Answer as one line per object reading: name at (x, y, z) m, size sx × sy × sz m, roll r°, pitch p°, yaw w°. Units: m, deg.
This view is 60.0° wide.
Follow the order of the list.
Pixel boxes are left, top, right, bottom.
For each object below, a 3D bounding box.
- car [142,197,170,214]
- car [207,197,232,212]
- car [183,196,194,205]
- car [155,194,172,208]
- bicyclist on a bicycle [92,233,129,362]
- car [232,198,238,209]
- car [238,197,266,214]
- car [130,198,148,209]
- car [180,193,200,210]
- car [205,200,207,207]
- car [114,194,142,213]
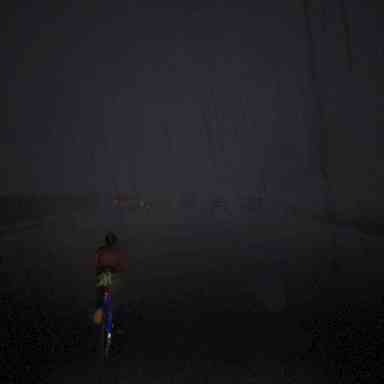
car at (-3.820, 1.548, 36.120) m, size 2.033 × 1.411 × 5.357 m, roll 0°, pitch 0°, yaw 0°
car at (3.128, 1.505, 38.650) m, size 1.837 × 1.490 × 4.892 m, roll 0°, pitch 0°, yaw 0°
car at (-0.576, 1.478, 58.162) m, size 1.882 × 1.535 × 5.008 m, roll 0°, pitch 0°, yaw -1°
car at (-4.017, 1.222, 46.365) m, size 2.150 × 2.045 × 5.566 m, roll 0°, pitch 0°, yaw 0°
bicyclist on a bicycle at (-1.216, 1.449, 4.943) m, size 0.582 × 1.620 × 1.656 m, roll 0°, pitch -2°, yaw -7°
car at (6.492, 1.548, 45.495) m, size 2.033 × 1.411 × 5.357 m, roll 0°, pitch 0°, yaw 0°
car at (6.611, 1.352, 36.184) m, size 2.097 × 1.767 × 4.553 m, roll 0°, pitch 0°, yaw 0°
car at (-7.504, 1.601, 47.464) m, size 1.895 × 1.301 × 4.718 m, roll 0°, pitch 0°, yaw 0°
car at (-0.406, 1.222, 43.812) m, size 2.150 × 2.045 × 5.566 m, roll 0°, pitch 0°, yaw -1°
car at (2.990, 1.505, 48.062) m, size 1.837 × 1.490 × 4.892 m, roll 0°, pitch 0°, yaw 0°
car at (-7.336, 1.222, 37.701) m, size 2.150 × 2.045 × 5.566 m, roll 0°, pitch 0°, yaw -1°
